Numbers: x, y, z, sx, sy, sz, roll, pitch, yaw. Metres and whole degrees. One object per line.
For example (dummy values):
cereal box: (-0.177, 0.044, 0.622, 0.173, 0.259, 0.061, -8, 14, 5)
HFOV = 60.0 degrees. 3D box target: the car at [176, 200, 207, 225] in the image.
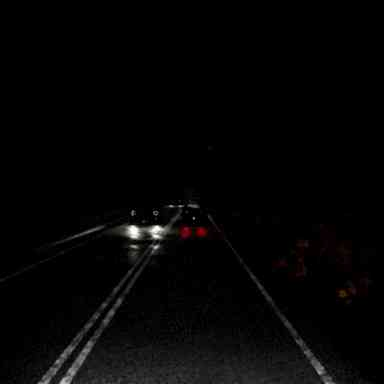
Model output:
car: (0.141, 1.616, 25.438, 2.128, 1.511, 4.902, 0, 0, 0)

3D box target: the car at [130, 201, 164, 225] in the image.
car: (-3.310, 1.474, 25.147, 2.097, 1.767, 4.553, 0, 0, 0)

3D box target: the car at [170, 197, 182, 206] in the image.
car: (-3.111, 1.769, 65.642, 2.097, 1.767, 4.553, 0, 0, 1)

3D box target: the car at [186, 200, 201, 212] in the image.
car: (0.190, 1.783, 42.978, 1.812, 1.442, 4.674, 0, 0, 0)
